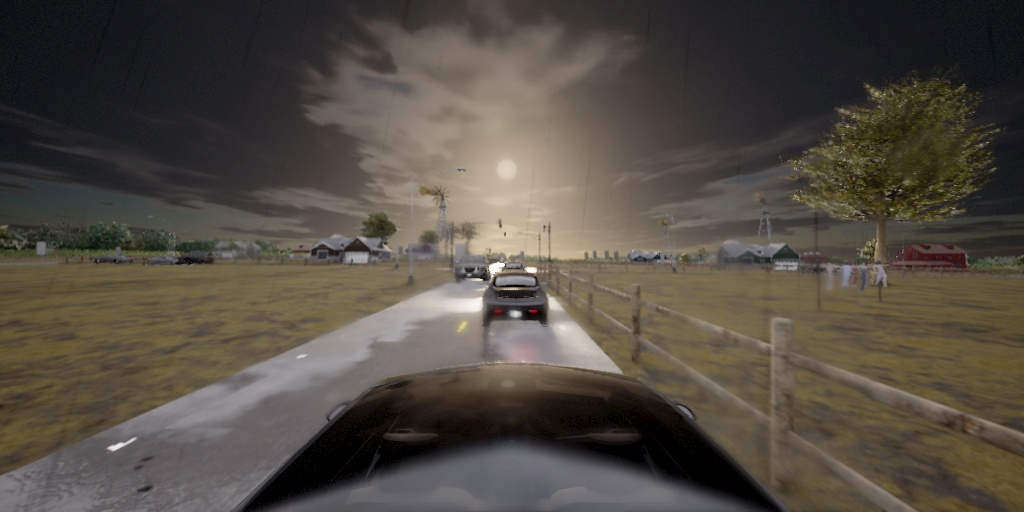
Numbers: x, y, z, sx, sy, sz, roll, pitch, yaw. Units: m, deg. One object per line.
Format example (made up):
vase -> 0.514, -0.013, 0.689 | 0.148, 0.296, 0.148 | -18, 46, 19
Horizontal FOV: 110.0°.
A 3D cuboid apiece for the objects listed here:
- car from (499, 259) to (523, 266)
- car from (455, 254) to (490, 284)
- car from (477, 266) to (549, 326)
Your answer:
car -> 0.113, 1.182, 27.689 | 1.837, 1.490, 4.892 | 0, 0, 0
car -> -2.813, 0.900, 26.647 | 2.150, 2.045, 5.566 | 0, 0, 0
car -> 0.105, 1.211, 11.415 | 1.837, 1.490, 4.892 | 0, 0, 0
